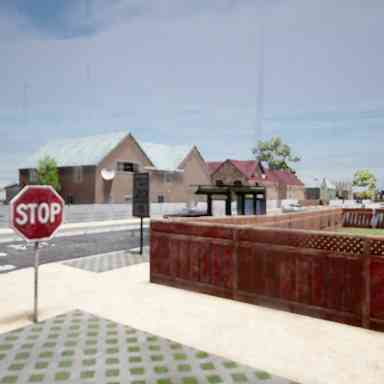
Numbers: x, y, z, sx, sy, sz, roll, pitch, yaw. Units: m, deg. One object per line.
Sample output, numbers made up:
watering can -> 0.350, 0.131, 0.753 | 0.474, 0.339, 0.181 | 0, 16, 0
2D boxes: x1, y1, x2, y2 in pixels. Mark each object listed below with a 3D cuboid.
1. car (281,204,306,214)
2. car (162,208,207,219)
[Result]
car -> 13.237, 2.217, 43.187 | 1.895, 1.301, 4.718 | 1, 0, 36
car -> -0.139, 1.883, 24.551 | 1.895, 1.301, 4.718 | 1, 0, 36
